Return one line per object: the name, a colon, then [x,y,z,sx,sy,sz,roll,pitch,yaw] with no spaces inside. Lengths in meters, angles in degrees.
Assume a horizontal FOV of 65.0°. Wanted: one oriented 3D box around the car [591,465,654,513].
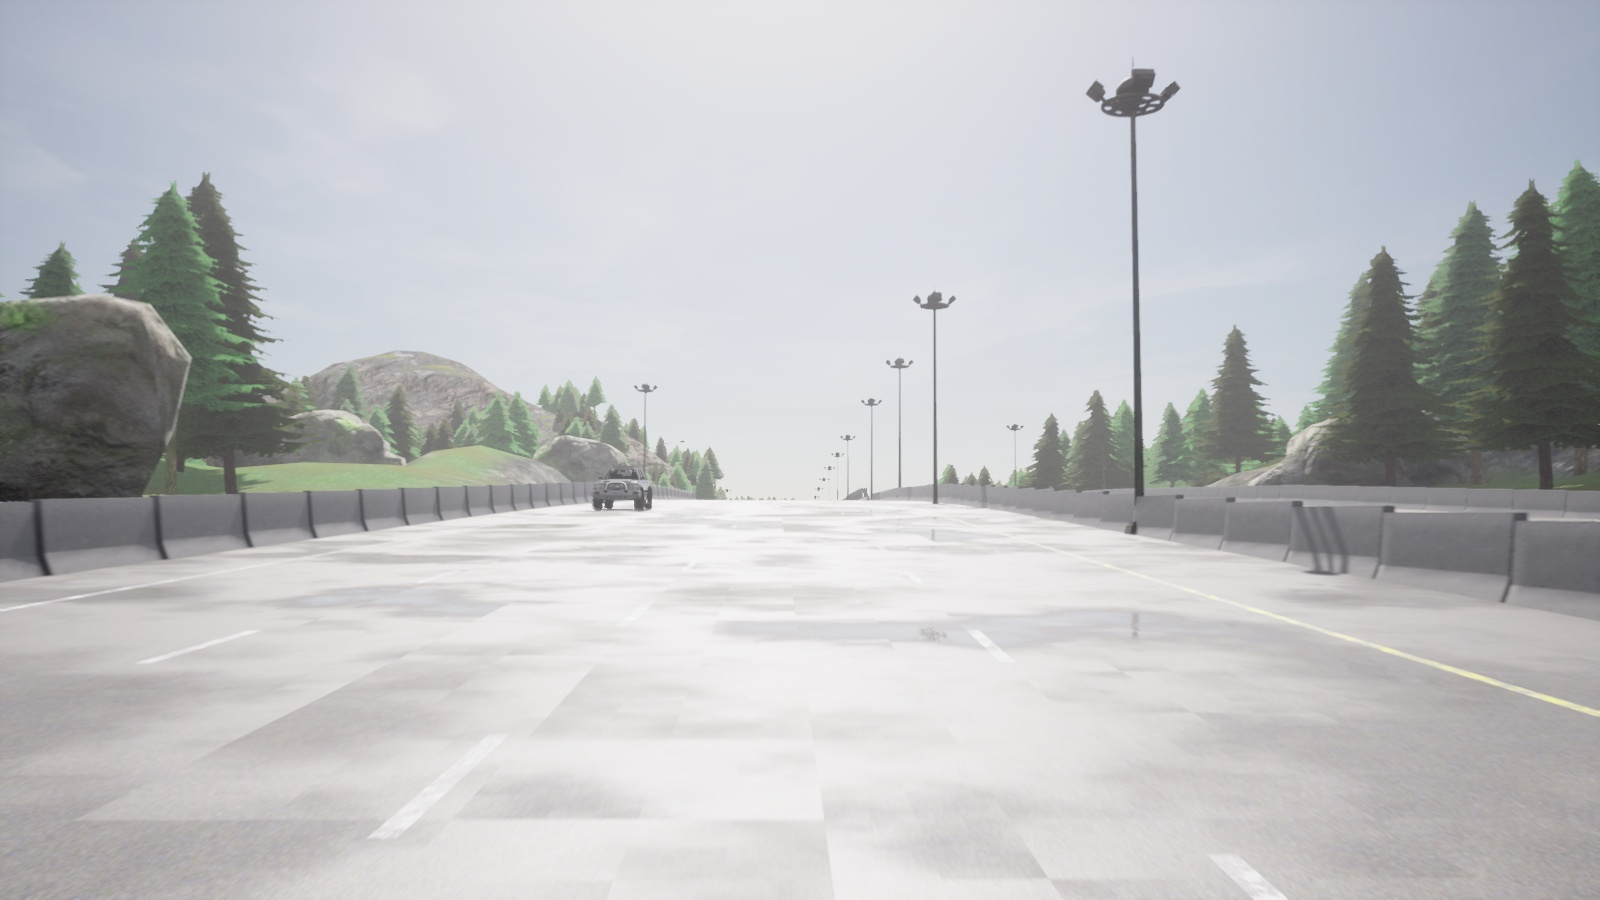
car: [-7.125,1.567,50.882,1.932,1.855,4.605,0,-1,0]
